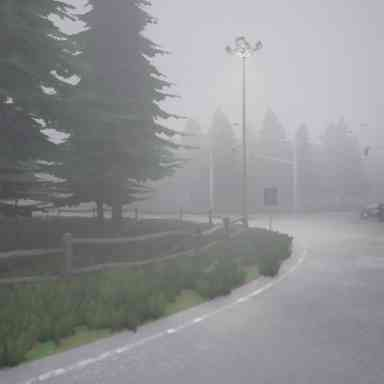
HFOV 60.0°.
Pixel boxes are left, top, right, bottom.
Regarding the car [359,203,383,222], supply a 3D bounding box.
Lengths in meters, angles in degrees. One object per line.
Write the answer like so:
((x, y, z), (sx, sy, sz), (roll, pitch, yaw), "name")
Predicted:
((16.241, 1.682, 28.303), (4.674, 1.442, 1.812), (0, -1, -28), "car")
